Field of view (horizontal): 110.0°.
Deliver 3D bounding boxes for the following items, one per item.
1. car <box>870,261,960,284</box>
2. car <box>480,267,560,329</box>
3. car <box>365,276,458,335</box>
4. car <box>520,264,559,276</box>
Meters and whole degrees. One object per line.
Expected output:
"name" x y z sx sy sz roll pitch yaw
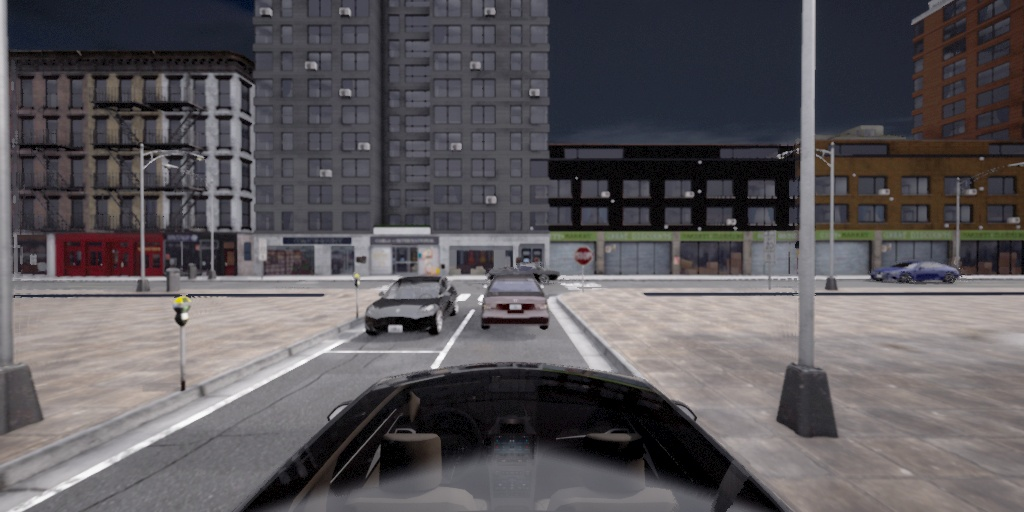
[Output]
"car" 26.737 1.069 23.830 4.674 1.442 1.812 0 1 0
"car" 0.062 1.236 10.961 2.033 1.411 5.357 0 0 0
"car" -2.638 1.259 10.296 1.948 1.339 4.313 0 0 0
"car" 0.695 1.194 23.840 4.718 1.301 1.895 0 1 0
